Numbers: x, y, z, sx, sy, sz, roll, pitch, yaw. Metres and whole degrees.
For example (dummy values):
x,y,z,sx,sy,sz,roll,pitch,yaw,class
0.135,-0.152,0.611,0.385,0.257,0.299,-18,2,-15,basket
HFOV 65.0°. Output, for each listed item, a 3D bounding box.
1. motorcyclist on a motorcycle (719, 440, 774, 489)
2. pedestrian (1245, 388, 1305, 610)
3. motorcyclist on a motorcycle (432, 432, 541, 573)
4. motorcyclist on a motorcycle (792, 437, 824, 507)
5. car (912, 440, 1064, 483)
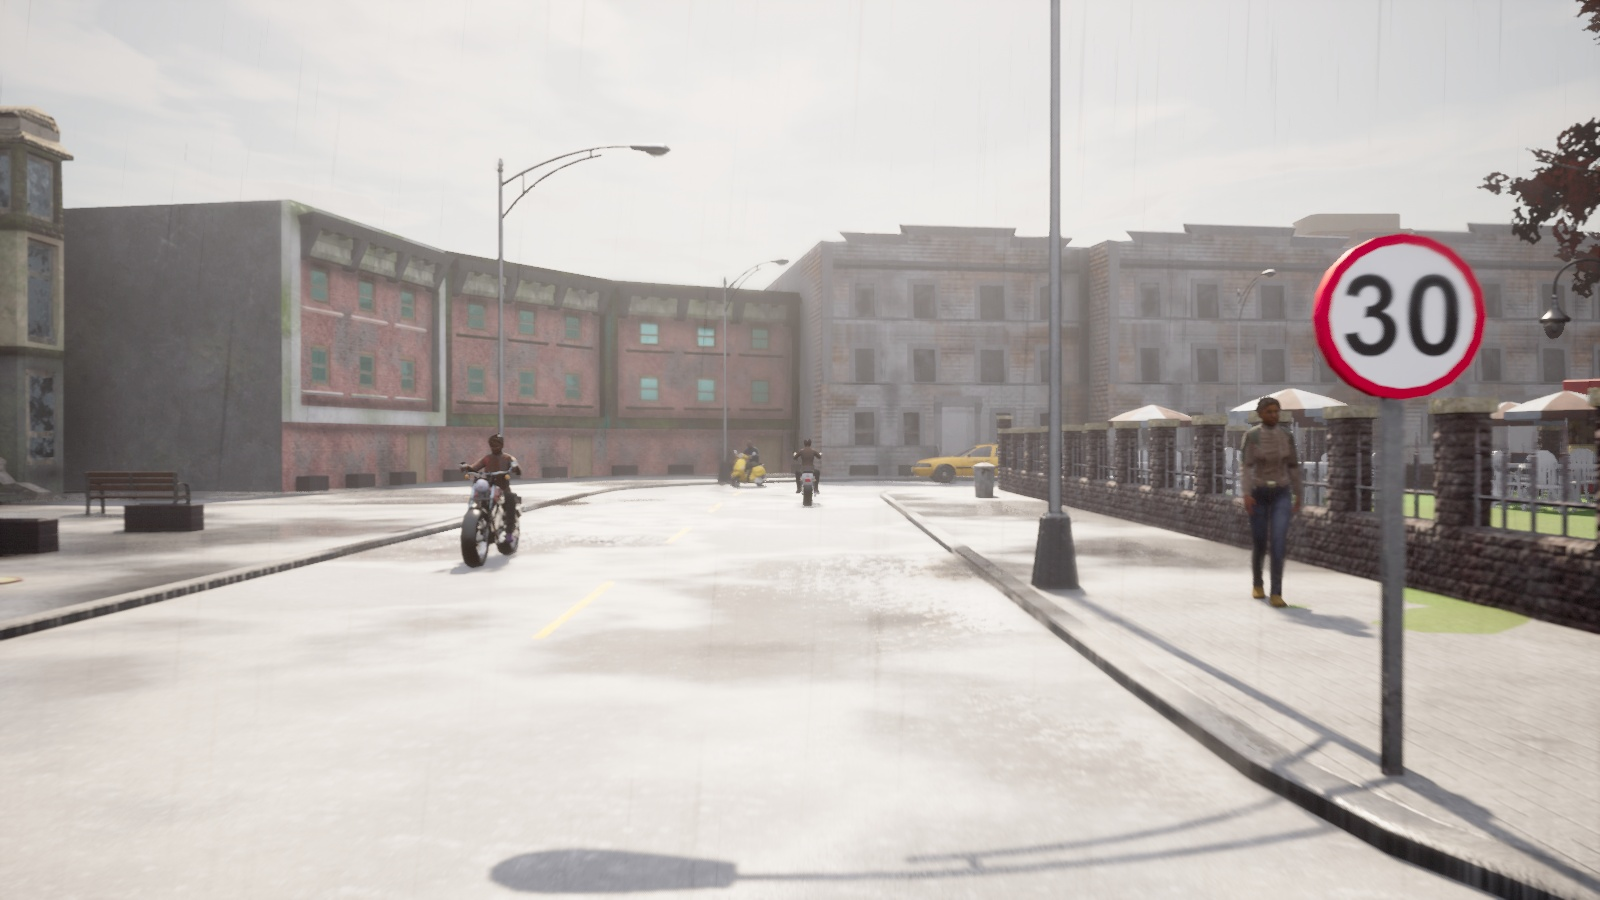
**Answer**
x,y,z,sx,sy,sz,roll,pitch,yaw,class
-1.773,0.464,41.968,0.866,1.590,1.817,2,1,35,motorcyclist on a motorcycle
4.030,0.399,10.687,0.328,1.805,0.869,0,0,11,pedestrian
-3.894,0.605,15.819,0.766,1.649,2.350,0,0,0,motorcyclist on a motorcycle
0.190,0.523,30.790,0.766,1.649,2.350,0,0,0,motorcyclist on a motorcycle
6.970,0.428,46.870,5.366,1.575,1.801,0,0,-1,car
